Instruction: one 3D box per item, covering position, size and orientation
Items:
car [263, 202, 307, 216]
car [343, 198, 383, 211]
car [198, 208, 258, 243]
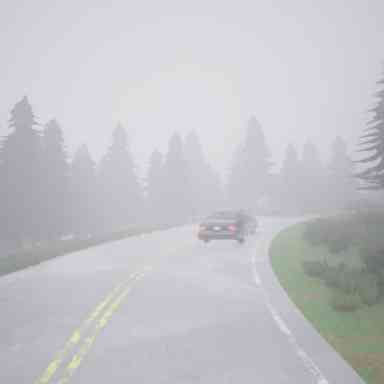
[{"bbox_3d":[8.736,1.556,31.210,4.718,1.301,1.895,1,-4,-39],"label":"car"},{"bbox_3d":[16.948,1.374,32.489,4.902,1.511,2.128,2,-6,-27],"label":"car"},{"bbox_3d":[1.832,1.481,15.691,2.033,1.411,5.357,-2,0,19],"label":"car"}]
